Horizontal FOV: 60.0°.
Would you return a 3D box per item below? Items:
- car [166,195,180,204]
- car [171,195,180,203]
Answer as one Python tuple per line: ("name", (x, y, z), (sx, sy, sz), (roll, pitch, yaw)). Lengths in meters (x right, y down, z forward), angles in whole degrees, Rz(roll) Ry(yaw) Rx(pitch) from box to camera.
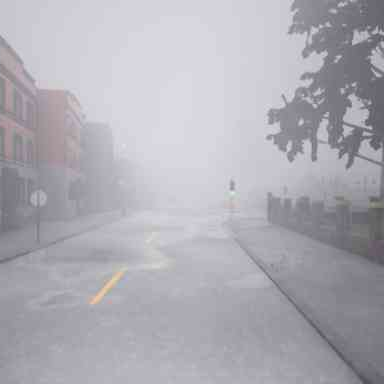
("car", (-4.011, 1.469, 66.071), (2.097, 1.767, 4.553), (1, -1, 0))
("car", (-4.001, 1.748, 81.505), (2.097, 1.767, 4.553), (0, 0, 0))
